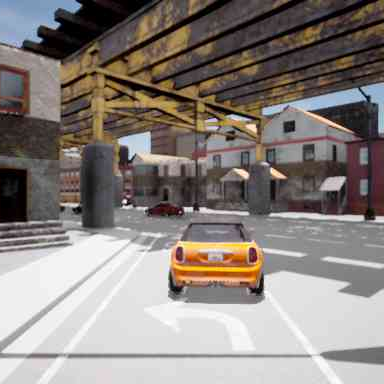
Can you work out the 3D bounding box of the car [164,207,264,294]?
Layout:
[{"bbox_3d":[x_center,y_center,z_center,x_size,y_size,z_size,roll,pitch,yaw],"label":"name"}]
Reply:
[{"bbox_3d":[0.676,1.428,9.197,2.097,1.767,4.553,0,-1,5],"label":"car"}]

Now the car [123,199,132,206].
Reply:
[{"bbox_3d":[-13.567,1.794,61.209,4.536,1.218,1.853,0,0,-15],"label":"car"}]

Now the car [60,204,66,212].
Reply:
[{"bbox_3d":[-18.522,1.902,43.721,2.033,1.411,5.357,0,-1,-45],"label":"car"}]

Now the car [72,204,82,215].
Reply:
[{"bbox_3d":[-11.253,1.897,36.418,1.895,1.301,4.718,0,-1,-45],"label":"car"}]

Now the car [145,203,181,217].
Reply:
[{"bbox_3d":[-2.726,1.797,33.093,1.812,1.442,4.674,0,-1,-45],"label":"car"}]

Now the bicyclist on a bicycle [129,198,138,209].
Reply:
[{"bbox_3d":[-8.749,1.707,49.449,1.656,1.620,0.582,0,-1,-45],"label":"bicyclist on a bicycle"}]

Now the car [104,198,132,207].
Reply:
[{"bbox_3d":[-13.617,1.951,61.194,4.974,1.542,2.038,0,0,-15],"label":"car"}]

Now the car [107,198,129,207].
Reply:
[{"bbox_3d":[-14.311,1.981,64.860,2.038,1.542,4.974,0,0,15],"label":"car"}]
